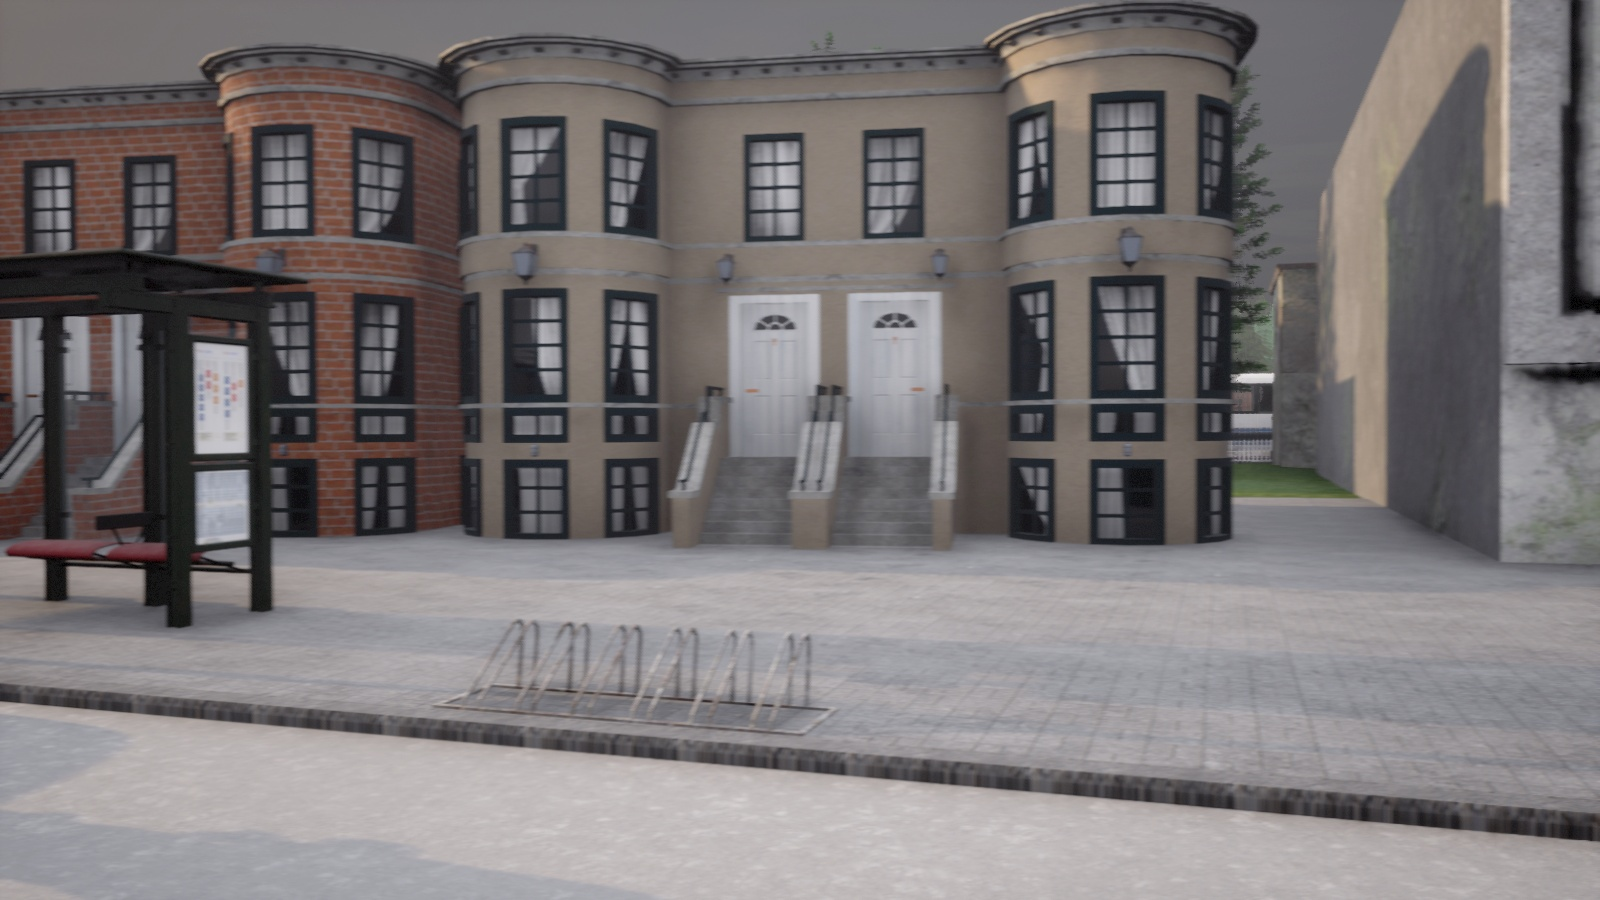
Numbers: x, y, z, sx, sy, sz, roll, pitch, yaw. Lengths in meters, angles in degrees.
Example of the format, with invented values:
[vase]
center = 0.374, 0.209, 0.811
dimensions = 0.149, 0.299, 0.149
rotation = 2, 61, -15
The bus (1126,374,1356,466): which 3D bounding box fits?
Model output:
[bus]
center = 21.427, -1.455, 61.522
dimensions = 10.273, 4.253, 3.944
rotation = 1, 1, 19
